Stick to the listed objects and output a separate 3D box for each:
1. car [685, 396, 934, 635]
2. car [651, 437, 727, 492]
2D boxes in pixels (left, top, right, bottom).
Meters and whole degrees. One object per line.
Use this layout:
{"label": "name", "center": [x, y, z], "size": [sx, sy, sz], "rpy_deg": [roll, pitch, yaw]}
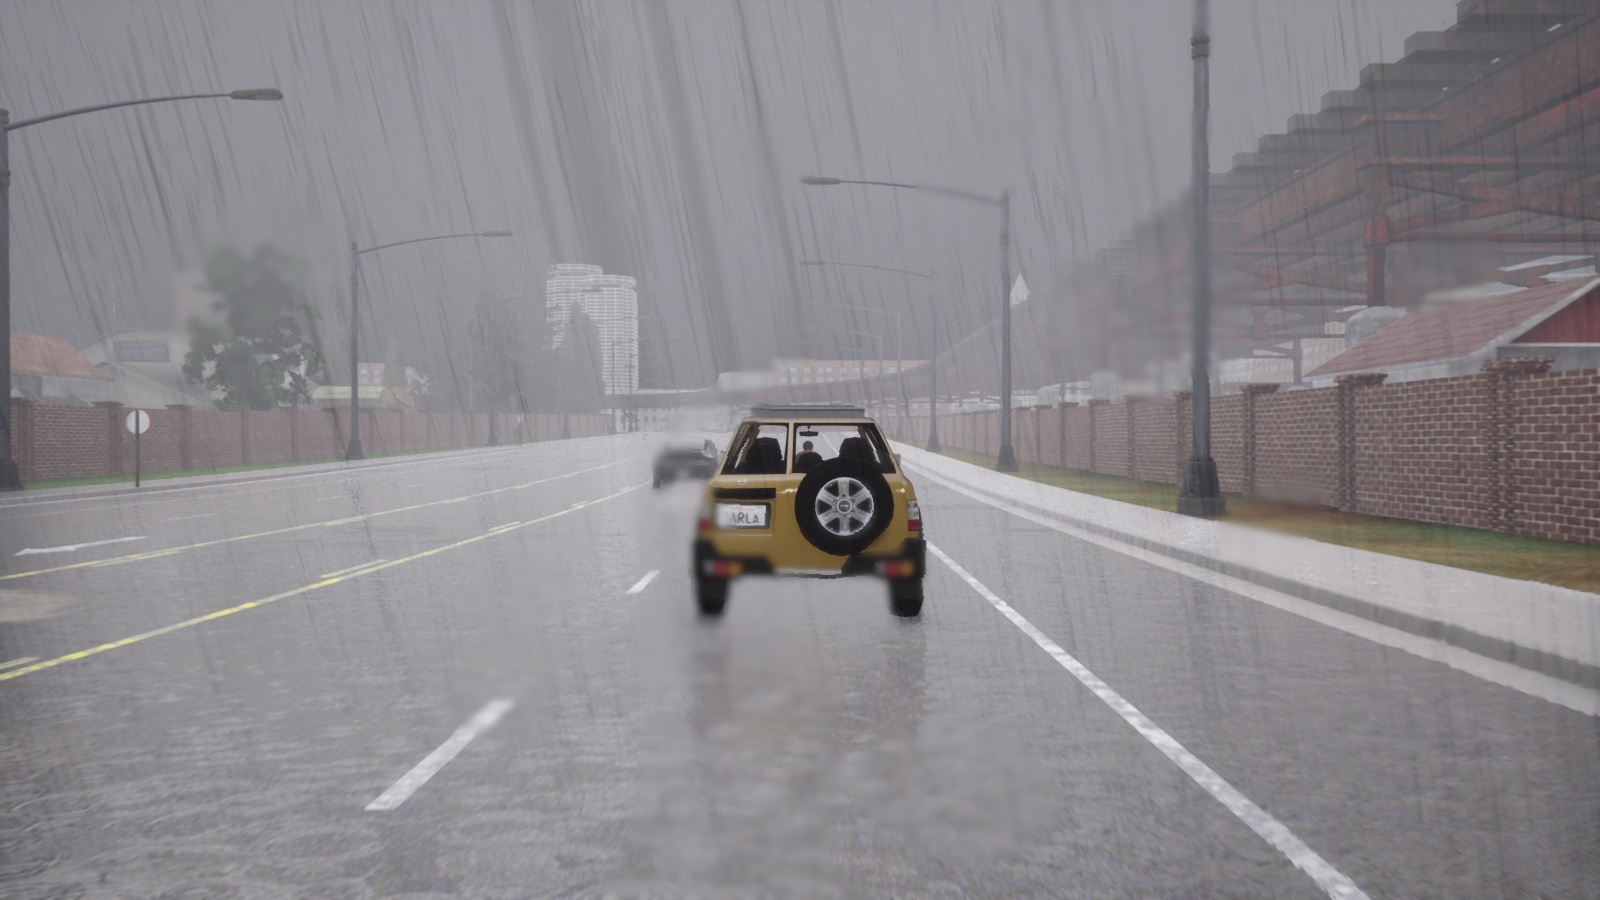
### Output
{"label": "car", "center": [0.085, 0.495, 12.039], "size": [1.932, 1.855, 4.605], "rpy_deg": [0, 0, 0]}
{"label": "car", "center": [-3.268, 0.390, 37.786], "size": [1.837, 1.490, 4.892], "rpy_deg": [0, 1, 0]}
